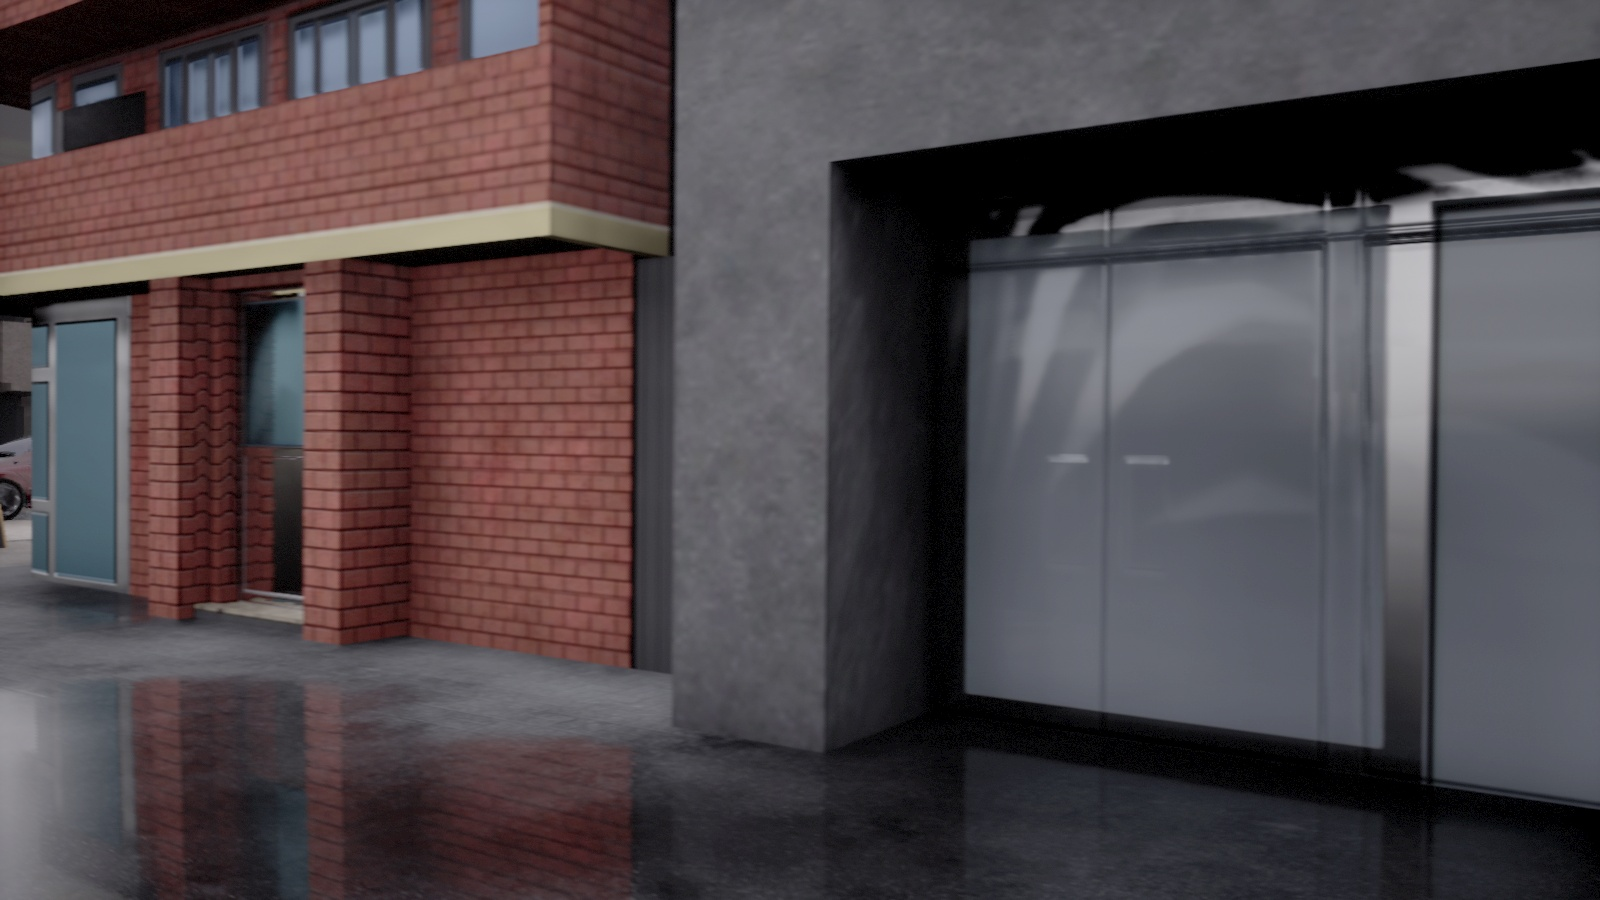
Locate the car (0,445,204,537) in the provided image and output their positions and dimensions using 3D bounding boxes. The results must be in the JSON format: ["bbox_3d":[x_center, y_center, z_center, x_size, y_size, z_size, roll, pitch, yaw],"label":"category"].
[{"bbox_3d":[-12.567,0.632,21.088,1.994,1.385,4.181,0,1,33],"label":"car"}]
